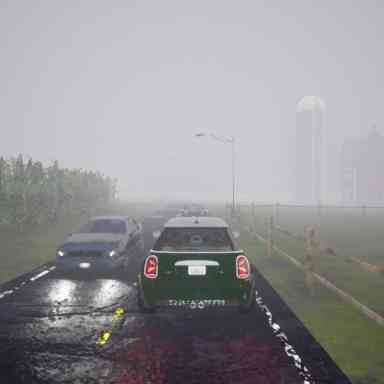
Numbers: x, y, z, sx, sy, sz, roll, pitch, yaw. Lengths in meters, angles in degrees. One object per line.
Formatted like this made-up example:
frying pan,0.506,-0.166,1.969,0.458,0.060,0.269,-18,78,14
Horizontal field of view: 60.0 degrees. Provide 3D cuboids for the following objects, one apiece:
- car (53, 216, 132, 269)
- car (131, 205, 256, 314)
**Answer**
car,-2.825,1.547,11.429,2.033,1.411,5.357,0,0,0
car,0.098,1.351,7.775,2.097,1.767,4.553,0,0,0
